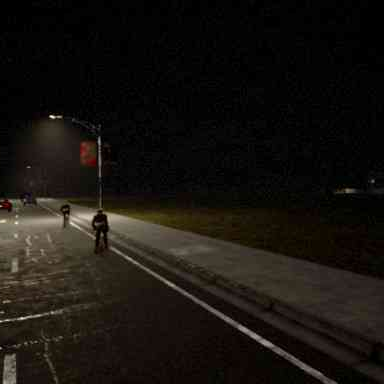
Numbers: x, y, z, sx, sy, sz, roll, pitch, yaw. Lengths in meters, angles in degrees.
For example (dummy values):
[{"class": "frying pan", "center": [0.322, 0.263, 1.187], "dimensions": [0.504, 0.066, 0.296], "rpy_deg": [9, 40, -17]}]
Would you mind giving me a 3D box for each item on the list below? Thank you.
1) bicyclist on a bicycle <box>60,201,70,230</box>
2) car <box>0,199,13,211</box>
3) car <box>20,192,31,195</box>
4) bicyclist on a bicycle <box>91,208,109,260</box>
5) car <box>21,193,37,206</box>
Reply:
[{"class": "bicyclist on a bicycle", "center": [-7.266, 1.344, 19.139], "dimensions": [0.582, 1.620, 1.656], "rpy_deg": [-1, 0, -28]}, {"class": "car", "center": [-21.214, 1.447, 37.119], "dimensions": [1.994, 1.385, 4.181], "rpy_deg": [-1, 1, -28]}, {"class": "car", "center": [-35.056, 0.985, 70.423], "dimensions": [2.150, 2.045, 5.566], "rpy_deg": [-1, 1, -28]}, {"class": "bicyclist on a bicycle", "center": [-3.042, 1.374, 11.049], "dimensions": [0.582, 1.620, 1.656], "rpy_deg": [-1, 0, -28]}, {"class": "car", "center": [-24.918, 1.349, 51.214], "dimensions": [2.033, 1.411, 5.357], "rpy_deg": [-1, 1, -27]}]
